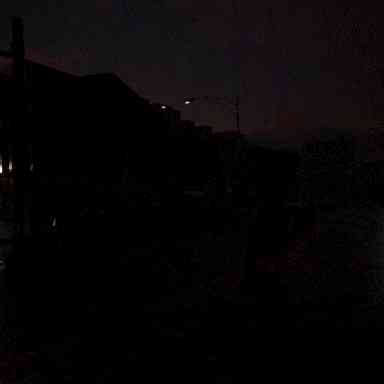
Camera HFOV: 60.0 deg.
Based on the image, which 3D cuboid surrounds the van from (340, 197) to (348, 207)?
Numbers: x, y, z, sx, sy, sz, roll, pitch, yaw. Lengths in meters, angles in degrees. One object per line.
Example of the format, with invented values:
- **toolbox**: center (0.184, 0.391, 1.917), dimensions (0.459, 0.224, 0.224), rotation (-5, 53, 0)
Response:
- **van**: center (29.820, 1.945, 66.009), dimensions (1.690, 1.788, 3.998), rotation (-1, -1, 35)

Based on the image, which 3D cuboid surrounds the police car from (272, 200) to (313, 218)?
- **police car**: center (10.359, 1.700, 34.045), dimensions (1.930, 1.638, 5.238), rotation (0, -1, 35)

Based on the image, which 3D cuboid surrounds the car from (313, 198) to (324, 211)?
- **car**: center (17.250, 1.976, 48.309), dimensions (1.947, 1.339, 4.313), rotation (-1, -1, 35)

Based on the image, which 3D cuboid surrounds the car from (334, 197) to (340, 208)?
- **car**: center (23.534, 1.945, 57.159), dimensions (1.967, 1.590, 4.097), rotation (-1, -1, 35)

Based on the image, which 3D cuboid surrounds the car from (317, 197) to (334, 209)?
- **car**: center (20.391, 1.772, 52.736), dimensions (2.192, 1.841, 5.009), rotation (-1, -1, 35)

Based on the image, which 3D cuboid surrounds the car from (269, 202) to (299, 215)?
- **car**: center (10.964, 1.869, 39.461), dimensions (2.008, 1.369, 4.403), rotation (-1, -1, 35)

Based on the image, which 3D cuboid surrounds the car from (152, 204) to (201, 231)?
- **car**: center (-1.606, 1.707, 21.764), dimensions (1.947, 1.339, 4.313), rotation (-1, -1, 35)

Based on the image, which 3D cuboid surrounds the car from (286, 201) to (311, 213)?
- **car**: center (14.008, 1.888, 43.747), dimensions (1.752, 1.417, 4.829), rotation (-1, -1, 35)

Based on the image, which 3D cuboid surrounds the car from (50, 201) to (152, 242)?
- **car**: center (-4.749, 1.414, 17.343), dimensions (2.192, 1.841, 5.009), rotation (-1, -1, 35)

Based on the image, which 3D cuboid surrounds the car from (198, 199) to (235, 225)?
- **car**: center (1.536, 1.499, 26.191), dimensions (2.192, 1.841, 5.009), rotation (-1, -1, 35)
